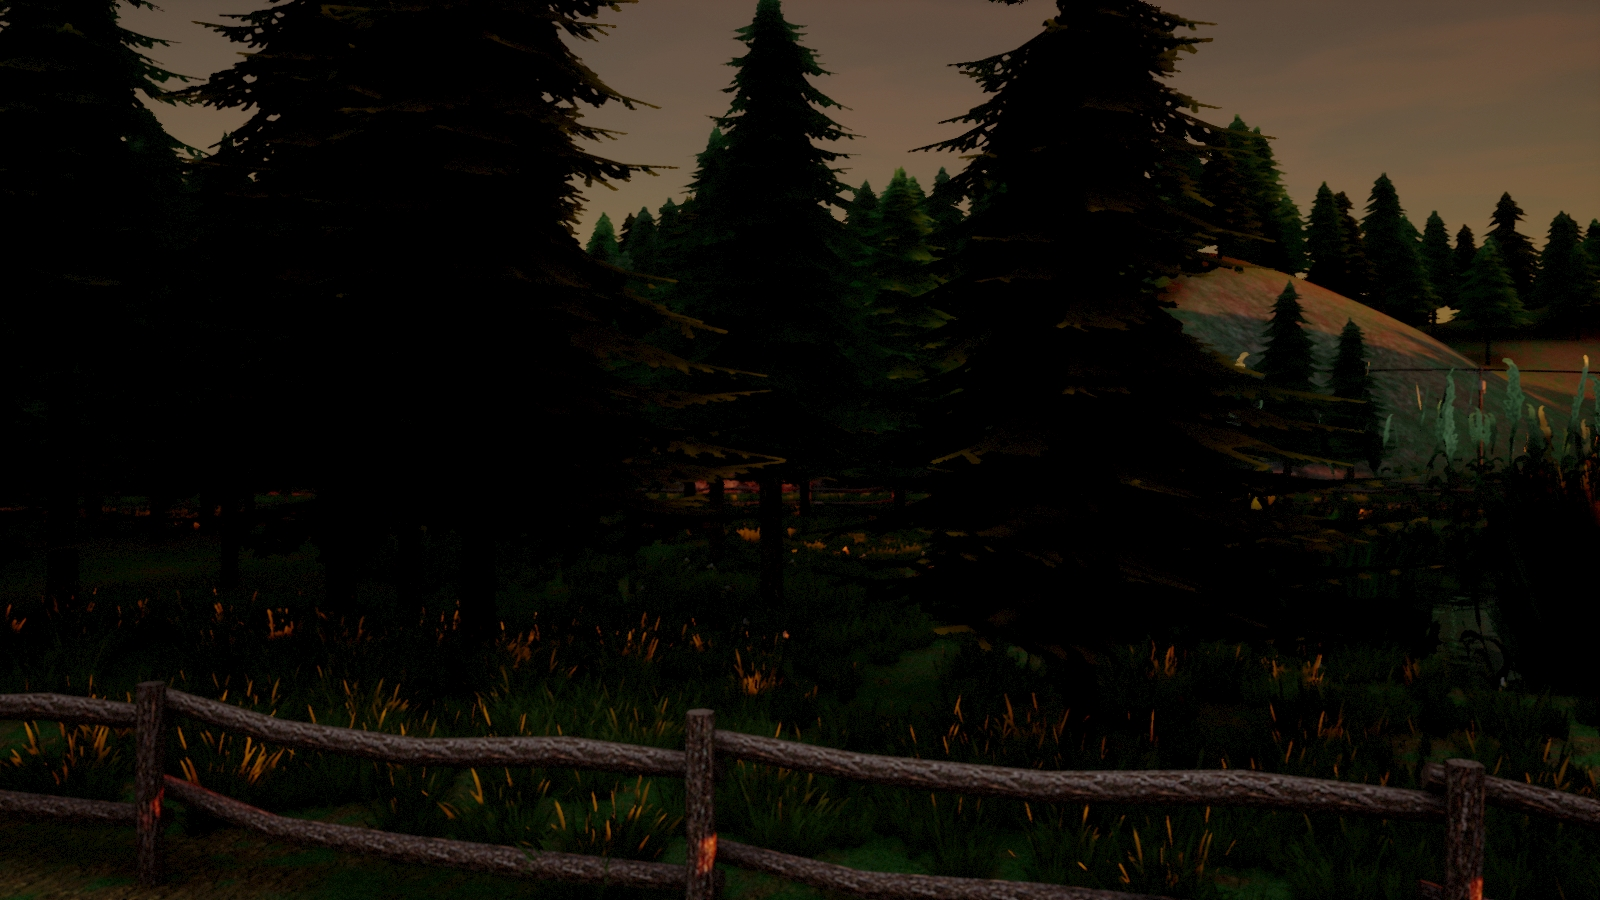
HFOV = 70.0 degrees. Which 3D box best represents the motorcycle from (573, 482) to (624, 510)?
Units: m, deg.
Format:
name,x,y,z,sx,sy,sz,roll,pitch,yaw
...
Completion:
name,x,y,z,sx,sy,sz,roll,pitch,yaw
motorcycle,-9.546,2.176,54.154,2.209,1.251,0.867,0,0,13
